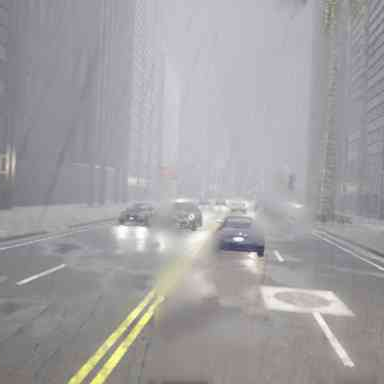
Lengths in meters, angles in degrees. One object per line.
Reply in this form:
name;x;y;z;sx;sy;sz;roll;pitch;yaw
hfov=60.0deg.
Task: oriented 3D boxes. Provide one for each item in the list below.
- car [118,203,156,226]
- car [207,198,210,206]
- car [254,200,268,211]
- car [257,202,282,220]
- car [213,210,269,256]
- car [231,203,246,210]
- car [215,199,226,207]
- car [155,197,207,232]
car;-3.536;1.491;22.955;1.994;1.385;4.181;2;0;8
car;2.493;1.917;65.262;1.994;1.385;4.181;2;0;8
car;9.523;1.922;45.008;2.097;1.767;4.553;2;0;8
car;8.012;2.024;33.844;1.994;1.385;4.181;2;-1;8
car;1.961;1.695;14.012;1.994;1.385;4.181;2;0;8
car;6.064;2.016;43.228;1.895;1.301;4.718;2;0;8
car;5.458;2.069;63.020;1.895;1.301;4.718;2;0;8
car;-0.542;1.400;20.882;2.097;1.767;4.553;2;0;8
